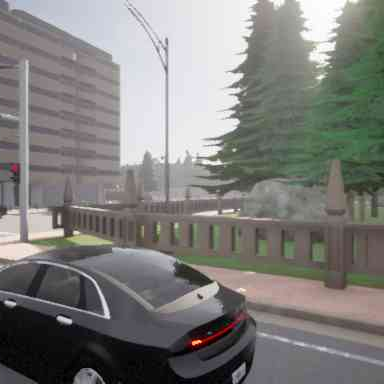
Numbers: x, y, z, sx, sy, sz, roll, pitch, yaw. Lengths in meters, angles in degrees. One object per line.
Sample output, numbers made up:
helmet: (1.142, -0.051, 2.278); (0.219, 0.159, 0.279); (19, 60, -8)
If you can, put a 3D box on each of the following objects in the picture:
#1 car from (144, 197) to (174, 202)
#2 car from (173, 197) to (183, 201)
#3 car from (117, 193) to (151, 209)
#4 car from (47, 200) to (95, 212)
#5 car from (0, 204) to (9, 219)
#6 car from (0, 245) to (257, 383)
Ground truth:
car: (-4.168, 1.549, 36.199); (1.994, 1.385, 4.181); (0, 0, 30)
car: (-2.465, 1.471, 53.434); (1.812, 1.442, 4.674); (0, 0, 30)
car: (-7.588, 1.193, 44.644); (2.150, 2.045, 5.566); (0, 0, 30)
car: (-12.773, 1.551, 35.705); (2.033, 1.411, 5.357); (0, 0, 30)
car: (-17.669, 1.536, 27.238); (1.837, 1.490, 4.892); (0, 0, 30)
car: (-1.567, 1.497, 4.539); (4.892, 1.490, 1.837); (0, 0, 34)
